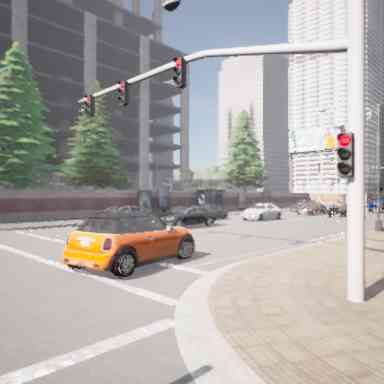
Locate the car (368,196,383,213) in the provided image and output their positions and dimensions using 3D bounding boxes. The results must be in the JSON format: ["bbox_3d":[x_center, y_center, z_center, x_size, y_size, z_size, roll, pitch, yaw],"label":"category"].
[{"bbox_3d":[24.186,1.589,42.310,2.150,2.045,5.566,0,0,44],"label":"car"}]

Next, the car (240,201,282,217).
[{"bbox_3d":[7.427,1.771,35.607,2.128,1.511,4.902,0,0,45],"label":"car"}]

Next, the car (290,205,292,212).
[{"bbox_3d":[14.497,1.693,42.717,2.097,1.767,4.553,0,0,45],"label":"car"}]

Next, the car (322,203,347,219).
[{"bbox_3d":[15.021,1.814,33.054,1.812,1.442,4.674,0,0,45],"label":"car"}]

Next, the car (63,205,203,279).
[{"bbox_3d":[-1.776,1.456,10.862,2.097,1.767,4.553,0,-1,32],"label":"car"}]

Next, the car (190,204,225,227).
[{"bbox_3d":[-0.333,1.676,22.795,2.128,1.511,4.902,0,0,45],"label":"car"}]

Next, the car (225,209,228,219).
[{"bbox_3d":[1.291,1.790,29.419,1.994,1.385,4.181,0,0,44],"label":"car"}]

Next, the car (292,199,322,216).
[{"bbox_3d":[13.242,1.828,36.499,4.674,1.442,1.812,0,0,-45],"label":"car"}]

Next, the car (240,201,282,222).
[{"bbox_3d":[6.204,1.767,29.384,1.812,1.442,4.674,0,0,45],"label":"car"}]
